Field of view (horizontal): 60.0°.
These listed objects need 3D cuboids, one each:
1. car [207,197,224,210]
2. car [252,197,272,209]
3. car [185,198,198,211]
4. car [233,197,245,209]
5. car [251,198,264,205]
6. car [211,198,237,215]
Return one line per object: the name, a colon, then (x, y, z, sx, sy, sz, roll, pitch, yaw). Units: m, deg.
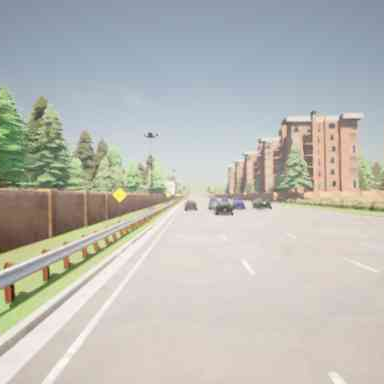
car: (3.352, 1.933, 49.727, 2.033, 1.411, 5.357, -1, 0, 0)
car: (10.353, 1.631, 49.571, 2.097, 1.767, 4.553, -1, -1, 0)
car: (-0.135, 1.919, 48.529, 2.128, 1.511, 4.902, -1, 0, 0)
car: (6.852, 1.860, 49.903, 1.812, 1.442, 4.674, -1, 0, 0)
car: (13.681, 1.929, 69.507, 1.812, 1.442, 4.674, -1, -1, 0)
car: (3.495, 1.756, 37.692, 1.882, 1.535, 5.008, -1, 0, 0)
